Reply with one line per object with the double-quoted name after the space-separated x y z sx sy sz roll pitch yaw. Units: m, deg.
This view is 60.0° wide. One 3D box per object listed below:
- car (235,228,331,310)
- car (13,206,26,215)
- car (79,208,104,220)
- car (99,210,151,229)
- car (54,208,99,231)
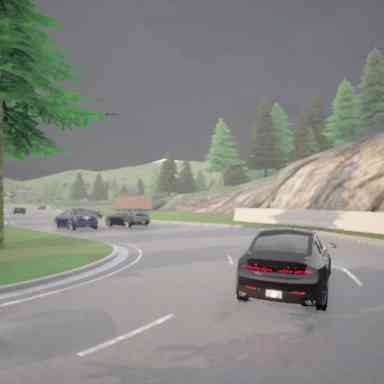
2.437 1.670 8.374 1.837 1.490 4.892 1 -1 22 "car"
-31.930 3.359 61.641 1.882 1.535 5.008 0 -2 -30 "car"
-13.031 2.781 43.006 1.895 1.301 4.718 0 -2 -33 "car"
-5.370 2.208 27.576 2.128 1.511 4.902 0 -2 -42 "car"
-9.414 2.110 26.816 2.097 1.767 4.553 0 -2 -42 "car"
